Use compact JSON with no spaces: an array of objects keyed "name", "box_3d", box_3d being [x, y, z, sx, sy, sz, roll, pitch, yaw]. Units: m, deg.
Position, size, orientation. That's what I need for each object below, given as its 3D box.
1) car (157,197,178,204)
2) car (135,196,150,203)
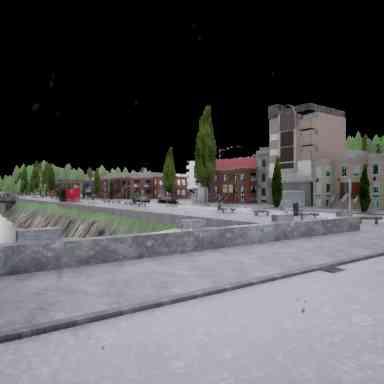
[{"name":"car","box_3d":[-4.563,1.611,60.744,1.895,1.301,4.718,0,0,-35]},{"name":"car","box_3d":[-10.367,1.571,68.878,1.994,1.385,4.181,0,0,-35]}]
